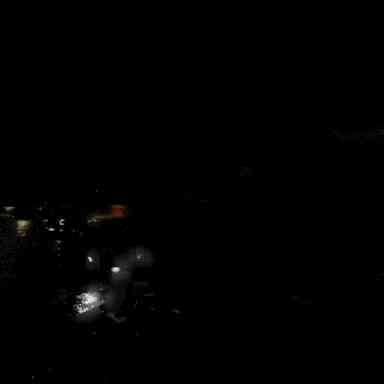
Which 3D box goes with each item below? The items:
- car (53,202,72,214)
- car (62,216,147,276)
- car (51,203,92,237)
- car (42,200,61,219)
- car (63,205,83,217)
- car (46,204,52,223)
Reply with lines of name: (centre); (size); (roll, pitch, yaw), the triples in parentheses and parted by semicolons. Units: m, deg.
car: (-20.987, 2.527, 53.818); (2.097, 1.767, 4.553); (3, -2, -29)
car: (-3.129, 1.775, 11.453); (2.033, 1.411, 5.357); (3, -2, -24)
car: (-7.488, 1.797, 21.004); (2.097, 1.767, 4.553); (3, -2, -25)
car: (-16.431, 2.037, 39.330); (2.150, 2.045, 5.566); (3, -2, -27)
car: (-16.255, 2.534, 45.158); (1.837, 1.490, 4.892); (3, -2, -28)
car: (-11.834, 2.142, 30.088); (1.837, 1.490, 4.892); (3, -2, -26)
